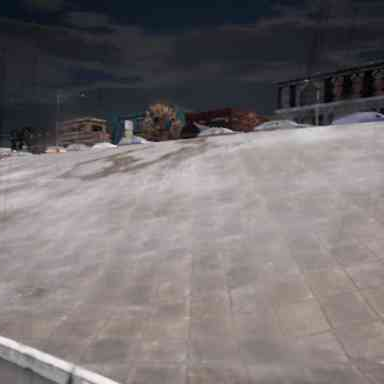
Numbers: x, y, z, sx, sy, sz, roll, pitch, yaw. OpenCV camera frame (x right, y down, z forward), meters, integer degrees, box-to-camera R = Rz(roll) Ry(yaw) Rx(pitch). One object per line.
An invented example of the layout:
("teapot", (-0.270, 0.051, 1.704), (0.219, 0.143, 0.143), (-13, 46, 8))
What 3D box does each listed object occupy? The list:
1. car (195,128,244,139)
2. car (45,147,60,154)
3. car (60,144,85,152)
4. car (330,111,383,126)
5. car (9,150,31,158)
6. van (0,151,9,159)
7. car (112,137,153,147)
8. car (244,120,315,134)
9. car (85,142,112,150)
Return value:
("car", (2.471, -4.536, 27.499), (4.892, 1.521, 2.231), (2, 2, 41))
("car", (-18.327, -5.439, 45.669), (4.553, 1.767, 2.185), (2, 1, 41))
("car", (-14.171, -5.287, 42.038), (4.553, 1.767, 2.185), (2, 1, 41))
("car", (10.880, -4.139, 20.314), (4.674, 1.452, 2.002), (3, 2, 40))
("car", (-26.624, -5.603, 52.917), (4.892, 1.521, 2.231), (2, 1, 41))
("van", (-30.683, -5.965, 56.463), (4.442, 1.987, 1.878), (2, 1, 41))
("car", (-5.763, -4.973, 34.693), (4.553, 1.767, 2.185), (2, 2, 41))
("car", (6.632, -4.367, 23.876), (4.892, 1.521, 2.231), (2, 2, 41))
("car", (-9.901, -4.962, 38.309), (4.674, 1.452, 2.002), (2, 2, 41))
